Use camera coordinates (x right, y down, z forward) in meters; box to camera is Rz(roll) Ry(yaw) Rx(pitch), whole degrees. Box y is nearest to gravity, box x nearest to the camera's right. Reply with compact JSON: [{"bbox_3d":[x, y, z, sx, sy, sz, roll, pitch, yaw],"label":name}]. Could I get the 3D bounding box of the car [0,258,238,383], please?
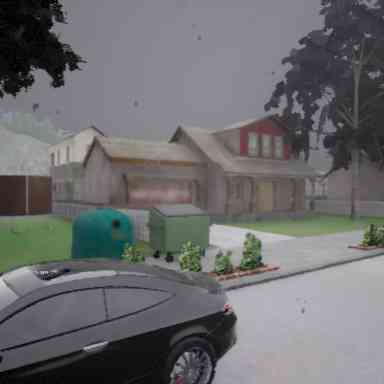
[{"bbox_3d":[-1.570,1.525,3.475,4.674,1.442,1.812,0,0,-35],"label":"car"}]
